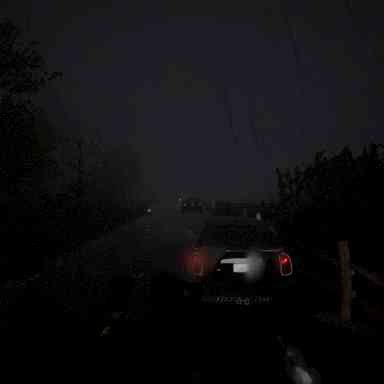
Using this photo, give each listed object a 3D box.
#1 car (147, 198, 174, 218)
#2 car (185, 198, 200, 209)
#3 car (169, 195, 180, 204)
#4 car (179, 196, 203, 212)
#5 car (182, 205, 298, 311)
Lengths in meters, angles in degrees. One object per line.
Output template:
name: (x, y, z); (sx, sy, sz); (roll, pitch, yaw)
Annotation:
car: (-2.859, 1.508, 29.534); (1.812, 1.442, 4.674); (0, 0, 0)
car: (0.046, 1.562, 45.351); (1.895, 1.301, 4.718); (0, 0, 0)
car: (-2.765, 1.288, 56.884); (2.097, 1.767, 4.553); (0, 0, 0)
car: (0.063, 1.328, 35.387); (2.097, 1.767, 4.553); (0, 0, 0)
car: (0.898, 1.350, 7.940); (2.097, 1.767, 4.553); (0, 0, 1)
